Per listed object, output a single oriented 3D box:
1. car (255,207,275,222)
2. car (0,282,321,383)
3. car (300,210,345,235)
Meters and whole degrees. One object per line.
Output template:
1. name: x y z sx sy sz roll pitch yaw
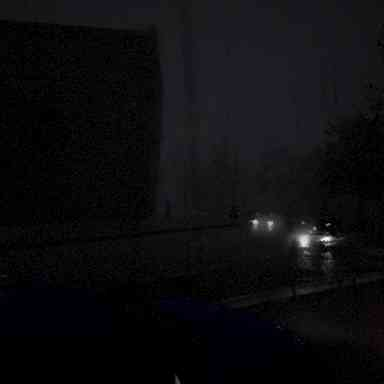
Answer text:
1. car: 7.899 2.385 36.123 1.812 1.442 4.674 3 -2 13
2. car: -1.133 1.478 2.419 5.008 1.535 1.882 1 0 -34
3. car: 8.470 1.876 21.219 2.033 1.411 5.357 2 -3 33
